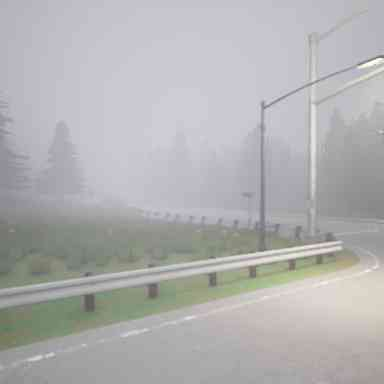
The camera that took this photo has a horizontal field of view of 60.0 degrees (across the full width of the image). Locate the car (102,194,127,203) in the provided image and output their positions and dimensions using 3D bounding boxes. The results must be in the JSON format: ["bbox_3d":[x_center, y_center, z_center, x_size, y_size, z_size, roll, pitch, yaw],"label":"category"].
[{"bbox_3d":[-11.821,1.335,50.234,2.150,2.045,5.566,0,-1,-34],"label":"car"}]
